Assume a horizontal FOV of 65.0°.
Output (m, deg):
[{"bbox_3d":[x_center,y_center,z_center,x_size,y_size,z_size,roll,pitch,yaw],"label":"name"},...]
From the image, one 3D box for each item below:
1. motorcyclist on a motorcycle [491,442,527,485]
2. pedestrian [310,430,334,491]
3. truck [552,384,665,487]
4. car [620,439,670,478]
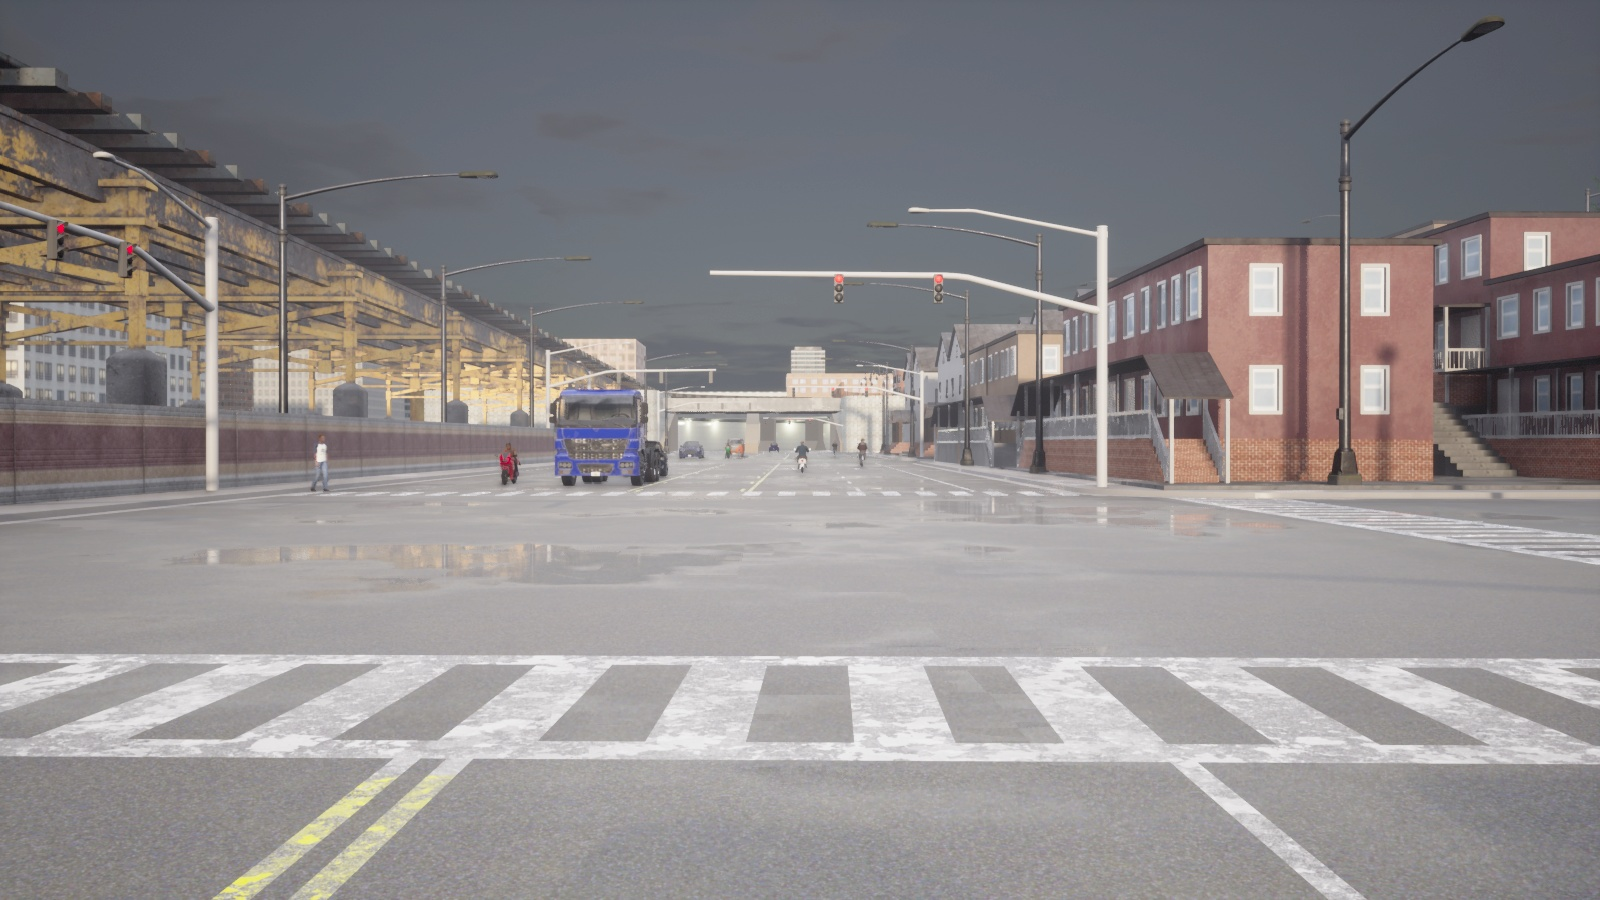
[{"bbox_3d":[-10.412,0.466,44.989,0.797,1.523,2.044,0,0,0],"label":"motorcyclist on a motorcycle"},{"bbox_3d":[-14.575,0.317,38.322,0.706,1.836,0.354,0,0,36],"label":"pedestrian"},{"bbox_3d":[-6.849,-0.501,46.083,2.891,3.462,7.936,0,0,0],"label":"truck"},{"bbox_3d":[-6.988,0.345,57.007,2.033,1.649,4.856,0,1,-5],"label":"car"}]
